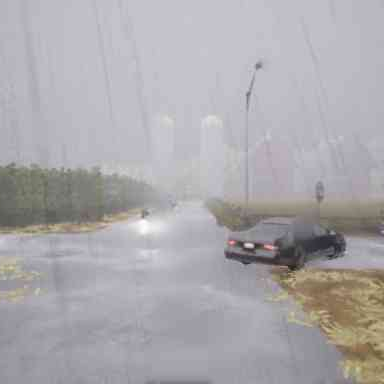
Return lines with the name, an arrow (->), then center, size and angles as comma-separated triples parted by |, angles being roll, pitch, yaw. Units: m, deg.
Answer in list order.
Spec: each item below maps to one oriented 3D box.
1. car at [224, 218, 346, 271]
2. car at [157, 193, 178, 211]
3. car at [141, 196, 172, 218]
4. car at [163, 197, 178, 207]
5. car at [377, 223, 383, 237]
car -> 3.246, 1.549, 10.812 | 2.033, 1.411, 5.357 | -1, -2, 43
car -> -3.185, 1.143, 38.973 | 2.150, 2.045, 5.566 | 0, 0, 0
car -> -3.189, 1.394, 28.612 | 2.128, 1.511, 4.902 | 0, 0, 0
car -> -3.160, 1.437, 49.065 | 1.812, 1.442, 4.674 | 0, 0, 1
car -> 11.114, 1.606, 15.320 | 4.674, 1.442, 1.812 | 0, 0, 0
